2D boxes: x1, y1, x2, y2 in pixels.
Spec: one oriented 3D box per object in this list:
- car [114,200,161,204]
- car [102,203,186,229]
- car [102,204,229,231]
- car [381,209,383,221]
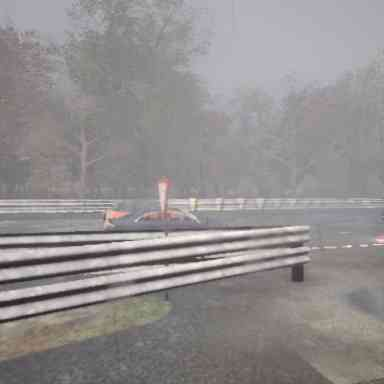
[{"bbox_3d":[-1.935,1.187,16.306,4.553,1.767,2.097,0,1,-17],"label":"car"},{"bbox_3d":[-2.863,1.378,19.686,4.718,1.301,1.895,0,1,-17],"label":"car"},{"bbox_3d":[-0.856,1.385,12.978,4.902,1.511,2.128,0,1,-17],"label":"car"},{"bbox_3d":[14.468,1.380,21.261,4.892,1.490,1.837,0,1,-17],"label":"car"}]
